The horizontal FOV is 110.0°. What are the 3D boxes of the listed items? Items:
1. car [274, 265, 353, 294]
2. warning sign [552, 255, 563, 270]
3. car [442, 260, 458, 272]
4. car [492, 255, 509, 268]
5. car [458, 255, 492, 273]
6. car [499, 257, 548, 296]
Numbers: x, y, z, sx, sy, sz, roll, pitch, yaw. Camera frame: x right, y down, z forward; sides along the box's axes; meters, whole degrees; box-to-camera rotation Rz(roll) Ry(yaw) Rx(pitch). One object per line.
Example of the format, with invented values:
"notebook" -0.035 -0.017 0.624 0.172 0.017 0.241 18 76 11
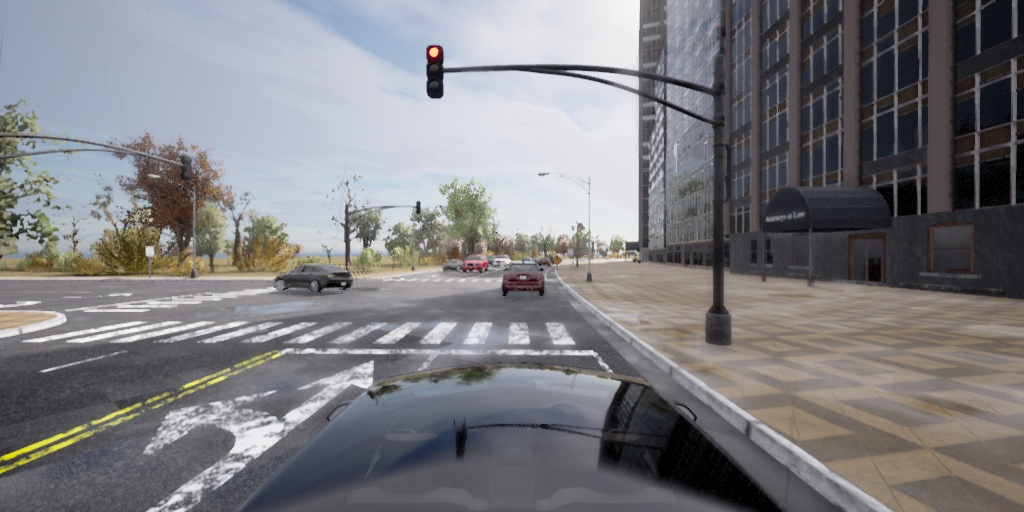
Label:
"car" -11.159 1.230 20.101 4.892 1.490 1.837 0 -2 25
"warning sign" 5.544 0.815 43.991 1.300 1.860 1.060 0 0 7
"car" -7.141 1.199 44.395 1.837 1.490 4.892 0 0 7
"car" -1.687 0.904 59.675 2.150 2.045 5.566 0 0 10
"car" -4.204 0.919 41.658 2.150 2.045 5.566 0 0 7
"car" 0.659 1.078 19.473 2.097 1.767 4.553 0 0 3
